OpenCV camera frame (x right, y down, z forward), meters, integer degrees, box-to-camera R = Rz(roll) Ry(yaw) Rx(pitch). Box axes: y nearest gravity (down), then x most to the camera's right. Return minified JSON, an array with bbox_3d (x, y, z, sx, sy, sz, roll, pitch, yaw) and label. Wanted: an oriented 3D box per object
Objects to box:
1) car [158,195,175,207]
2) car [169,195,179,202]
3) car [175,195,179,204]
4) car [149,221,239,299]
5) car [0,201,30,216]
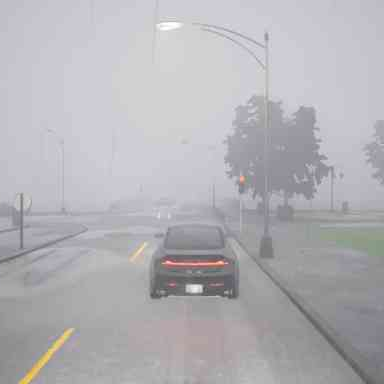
[{"bbox_3d":[-4.091,1.505,50.889,1.837,1.490,4.892,0,0,0],"label":"car"},{"bbox_3d":[-3.995,1.500,73.830,1.837,1.490,4.892,0,0,0],"label":"car"},{"bbox_3d":[-4.056,1.601,62.172,1.895,1.301,4.718,0,0,0],"label":"car"},{"bbox_3d":[0.061,1.505,8.454,1.837,1.490,4.892,0,0,0],"label":"car"},{"bbox_3d":[-17.115,1.564,30.432,4.181,1.385,1.994,0,0,1],"label":"car"}]
